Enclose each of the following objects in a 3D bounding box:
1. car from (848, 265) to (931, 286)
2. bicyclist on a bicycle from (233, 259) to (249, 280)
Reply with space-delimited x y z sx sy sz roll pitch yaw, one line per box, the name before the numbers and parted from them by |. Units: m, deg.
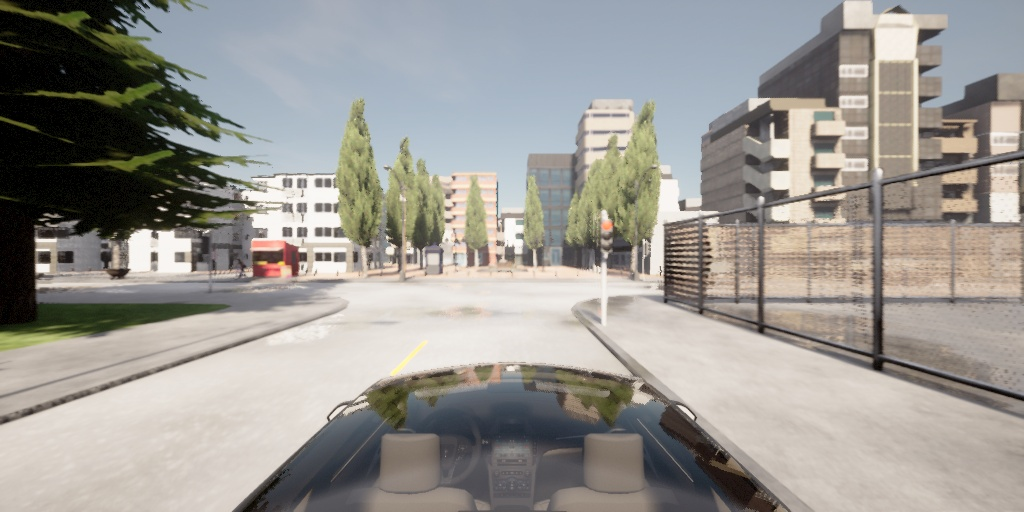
car | 25.495 1.272 24.323 4.181 1.385 1.994 0 0 0
bicyclist on a bicycle | -21.554 1.049 28.506 0.582 1.620 1.656 0 0 0
